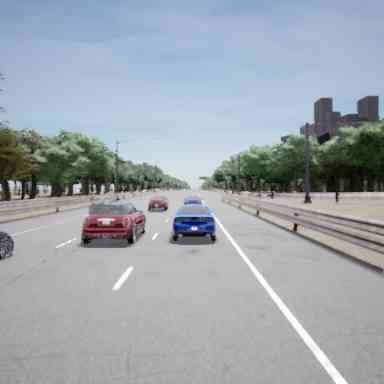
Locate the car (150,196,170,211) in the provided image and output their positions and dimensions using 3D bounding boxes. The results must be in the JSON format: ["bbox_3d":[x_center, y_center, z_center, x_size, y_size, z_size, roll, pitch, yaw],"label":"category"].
[{"bbox_3d":[-3.409,1.127,34.477,1.812,1.442,4.674,0,1,0],"label":"car"}]

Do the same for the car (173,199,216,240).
[{"bbox_3d":[0.097,1.330,16.242,1.882,1.535,5.008,0,1,0],"label":"car"}]

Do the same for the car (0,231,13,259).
[{"bbox_3d":[-6.903,1.471,9.214,1.812,1.442,4.674,0,1,0],"label":"car"}]

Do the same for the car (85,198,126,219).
[{"bbox_3d":[-6.907,1.249,27.202,2.033,1.411,5.357,0,1,0],"label":"car"}]

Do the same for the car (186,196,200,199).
[{"bbox_3d":[0.090,1.128,34.477,1.812,1.442,4.674,0,1,0],"label":"car"}]

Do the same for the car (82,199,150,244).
[{"bbox_3d":[-3.402,1.217,15.321,2.097,1.767,4.553,0,1,0],"label":"car"}]
